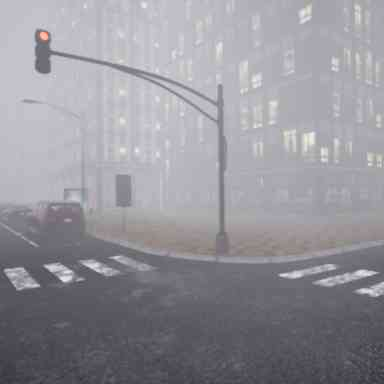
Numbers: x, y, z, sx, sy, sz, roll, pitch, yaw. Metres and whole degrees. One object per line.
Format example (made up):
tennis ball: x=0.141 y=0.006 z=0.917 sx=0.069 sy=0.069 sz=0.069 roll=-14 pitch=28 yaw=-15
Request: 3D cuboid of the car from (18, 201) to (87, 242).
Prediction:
car: x=-6.809 y=1.339 z=16.468 sx=2.192 sy=1.841 sz=5.009 roll=1 pitch=-1 yaw=-36

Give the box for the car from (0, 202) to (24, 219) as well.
car: x=-16.569 y=1.610 z=29.950 sx=1.947 sy=1.339 sz=4.313 roll=1 pitch=-1 yaw=-36

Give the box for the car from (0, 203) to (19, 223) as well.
car: x=-13.316 y=1.604 z=25.455 sx=1.947 sy=1.339 sz=4.313 roll=1 pitch=-1 yaw=-36
